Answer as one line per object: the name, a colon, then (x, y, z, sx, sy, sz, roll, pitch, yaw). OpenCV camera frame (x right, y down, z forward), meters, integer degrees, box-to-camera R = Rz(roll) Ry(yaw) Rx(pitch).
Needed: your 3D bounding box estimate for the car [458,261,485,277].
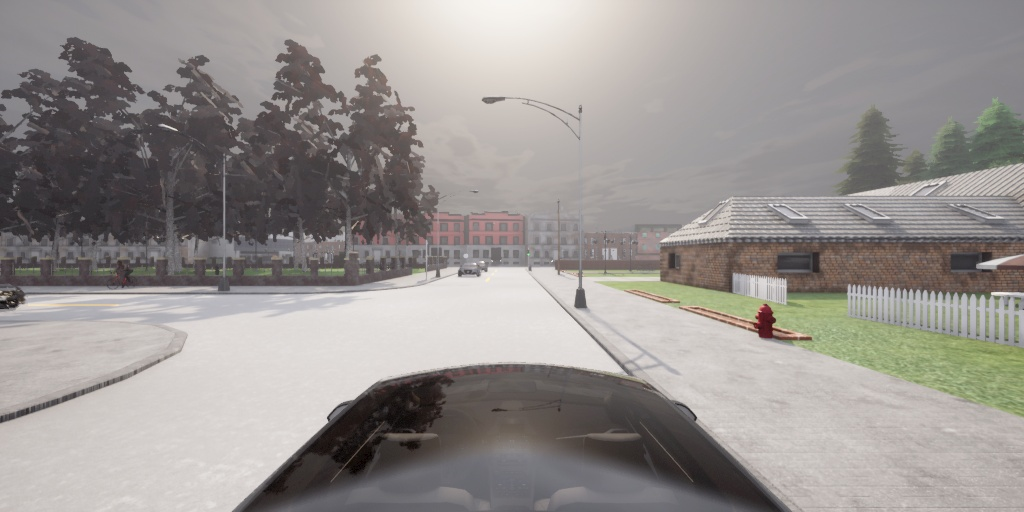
car: (-4.125, 1.314, 35.608, 1.994, 1.385, 4.181, 0, 0, 0)

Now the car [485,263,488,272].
car: (-4.109, 1.314, 45.593, 1.994, 1.385, 4.181, 0, 0, 0)

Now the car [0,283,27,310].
car: (-20.131, 1.256, 12.465, 4.892, 1.490, 1.837, 0, 0, 0)

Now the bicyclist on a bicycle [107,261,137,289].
bicyclist on a bicycle: (-22.656, 1.099, 20.853, 0.582, 1.620, 1.656, 0, 0, 0)
